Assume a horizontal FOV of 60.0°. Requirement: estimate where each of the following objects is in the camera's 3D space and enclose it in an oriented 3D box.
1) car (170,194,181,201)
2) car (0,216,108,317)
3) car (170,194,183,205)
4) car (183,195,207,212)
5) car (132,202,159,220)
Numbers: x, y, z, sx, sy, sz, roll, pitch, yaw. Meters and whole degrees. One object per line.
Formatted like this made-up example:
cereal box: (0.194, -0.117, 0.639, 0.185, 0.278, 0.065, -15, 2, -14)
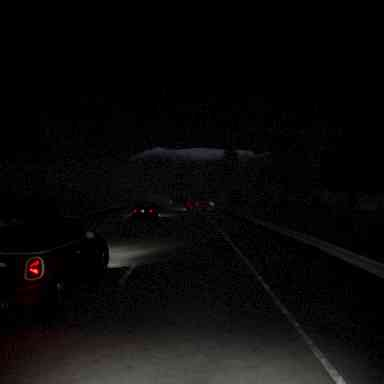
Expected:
car: (-3.515, 1.193, 69.637, 2.033, 1.411, 5.357, 0, 0, -6)
car: (-3.409, 1.334, 7.589, 2.097, 1.767, 4.553, 0, 0, 0)
car: (-2.083, 1.225, 54.704, 2.097, 1.767, 4.553, 0, 0, -6)
car: (0.447, 1.266, 36.926, 2.097, 1.767, 4.553, 0, 0, -3)
car: (-3.757, 1.484, 27.233, 2.033, 1.411, 5.357, 0, 0, -2)
